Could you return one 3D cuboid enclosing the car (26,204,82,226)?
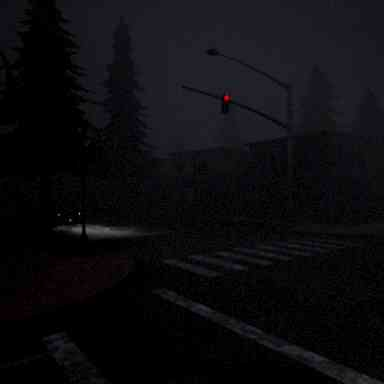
[{"bbox_3d":[-9.523,1.526,22.941,4.718,1.301,1.895,0,0,41],"label":"car"}]
